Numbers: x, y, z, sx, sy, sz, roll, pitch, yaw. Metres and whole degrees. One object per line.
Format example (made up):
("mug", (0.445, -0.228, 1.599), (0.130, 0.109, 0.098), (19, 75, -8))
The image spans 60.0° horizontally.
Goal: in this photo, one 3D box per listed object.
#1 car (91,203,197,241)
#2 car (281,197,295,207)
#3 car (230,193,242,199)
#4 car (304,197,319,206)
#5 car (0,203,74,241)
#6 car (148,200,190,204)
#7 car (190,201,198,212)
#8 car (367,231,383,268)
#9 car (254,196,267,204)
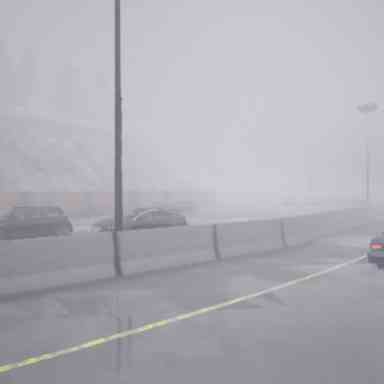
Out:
("car", (-2.394, 1.517, 15.992), (4.902, 1.511, 2.128), (0, 0, -43))
("car", (14.508, 1.487, 50.307), (2.033, 1.411, 5.357), (0, 0, 15))
("car", (9.526, 0.954, 71.974), (2.097, 1.767, 4.553), (0, 0, -5))
("car", (18.446, 1.464, 51.664), (2.033, 1.411, 5.357), (0, 0, 14))
("car", (-8.114, 1.413, 15.718), (4.553, 1.767, 2.097), (0, 0, -39))
("car", (-2.738, 1.525, 25.525), (2.128, 1.511, 4.902), (0, 0, 41))
("car", (-1.239, 1.534, 32.967), (1.837, 1.490, 4.892), (0, 0, 35))
("car", (7.101, 1.511, 10.197), (5.357, 1.411, 2.033), (0, 0, -45))
("car", (13.104, 1.480, 63.712), (1.812, 1.442, 4.674), (0, 0, 4))
